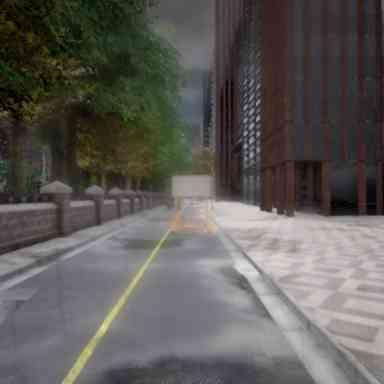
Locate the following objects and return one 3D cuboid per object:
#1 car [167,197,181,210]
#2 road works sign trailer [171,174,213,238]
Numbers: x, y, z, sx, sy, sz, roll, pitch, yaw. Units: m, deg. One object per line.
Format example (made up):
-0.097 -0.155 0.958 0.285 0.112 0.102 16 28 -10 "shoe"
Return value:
-3.088 1.963 57.371 2.150 2.045 5.566 0 -1 1 "car"
-0.011 0.730 19.509 2.380 3.560 2.880 0 -1 0 "road works sign trailer"
